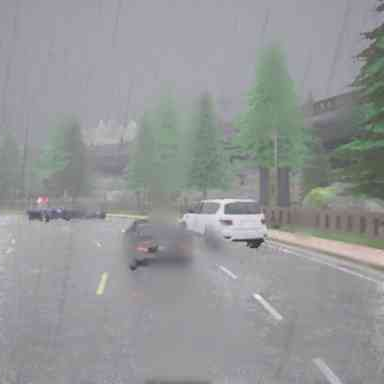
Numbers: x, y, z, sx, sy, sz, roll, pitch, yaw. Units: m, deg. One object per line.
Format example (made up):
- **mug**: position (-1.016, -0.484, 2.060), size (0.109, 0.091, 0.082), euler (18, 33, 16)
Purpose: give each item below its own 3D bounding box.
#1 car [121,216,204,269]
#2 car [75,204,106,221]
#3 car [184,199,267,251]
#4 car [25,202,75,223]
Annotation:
- **car**: position (-1.387, 1.648, 11.574), size (2.033, 1.411, 5.357), euler (0, 0, -15)
- **car**: position (-9.818, 1.828, 30.700), size (4.181, 1.385, 1.994), euler (0, -1, 41)
- **car**: position (1.204, 1.346, 15.033), size (2.150, 2.045, 5.566), euler (0, -1, -20)
- **car**: position (-12.359, 1.596, 28.333), size (4.553, 1.767, 2.097), euler (0, -1, 41)
